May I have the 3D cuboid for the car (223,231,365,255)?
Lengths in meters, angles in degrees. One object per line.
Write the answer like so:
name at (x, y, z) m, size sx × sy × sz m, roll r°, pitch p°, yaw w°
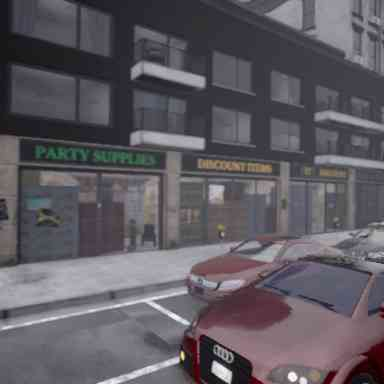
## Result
car at (1.847, 1.645, 7.499) m, size 4.206 × 1.307 × 1.802 m, roll 1°, pitch 0°, yaw -35°

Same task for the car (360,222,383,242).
car at (6.336, 1.676, 10.696) m, size 4.403 × 1.369 × 2.008 m, roll 1°, pitch 0°, yaw -35°

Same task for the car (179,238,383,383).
car at (1.917, 1.608, 4.425) m, size 4.181 × 1.385 × 1.994 m, roll 1°, pitch 0°, yaw -35°
